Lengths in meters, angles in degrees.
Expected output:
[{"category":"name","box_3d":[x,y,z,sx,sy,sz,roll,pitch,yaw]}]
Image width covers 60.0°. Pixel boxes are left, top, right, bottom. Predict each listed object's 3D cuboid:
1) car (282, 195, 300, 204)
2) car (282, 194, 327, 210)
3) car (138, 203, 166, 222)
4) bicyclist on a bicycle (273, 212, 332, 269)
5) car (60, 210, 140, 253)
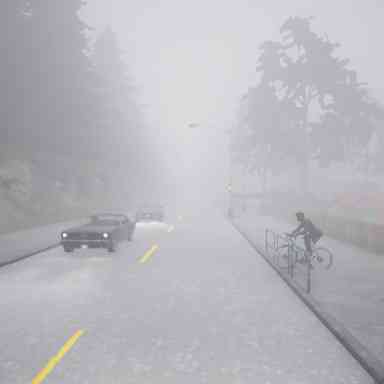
[{"category":"car","box_3d":[17.702,1.300,59.567,1.994,1.381,4.181,0,0,2]},{"category":"car","box_3d":[14.282,1.221,42.472,5.566,2.045,2.150,0,0,2]},{"category":"car","box_3d":[-3.198,1.564,26.172,1.994,1.385,4.181,0,0,2]},{"category":"bicyclist on a bicycle","box_3d":[3.109,1.386,9.237,1.656,1.620,0.582,4,1,1]},{"category":"car","box_3d":[-3.686,1.601,13.817,1.895,1.301,4.718,0,0,2]}]
